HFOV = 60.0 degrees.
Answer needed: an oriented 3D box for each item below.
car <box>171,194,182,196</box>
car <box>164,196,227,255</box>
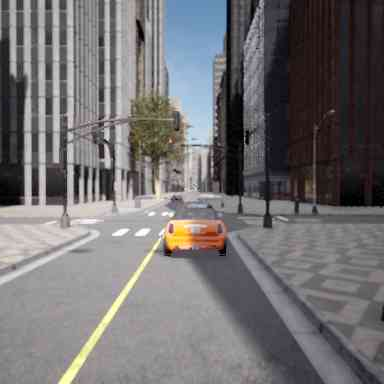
[{"bbox_3d":[-2.610,0.959,57.799,1.994,1.385,4.181,0,1,1],"label":"car"},{"bbox_3d":[0.140,1.214,12.759,2.097,1.767,4.553,0,1,1],"label":"car"}]
